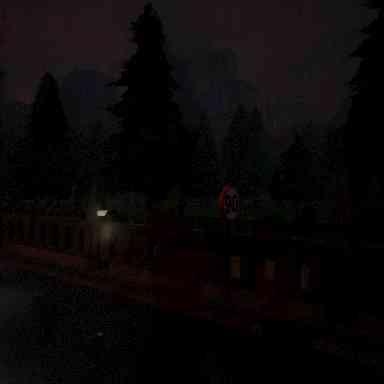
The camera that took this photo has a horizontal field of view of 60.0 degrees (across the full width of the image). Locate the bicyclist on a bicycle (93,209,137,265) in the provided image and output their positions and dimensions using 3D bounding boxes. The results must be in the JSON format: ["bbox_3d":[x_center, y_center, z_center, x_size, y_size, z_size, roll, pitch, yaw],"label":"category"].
[{"bbox_3d":[-2.173,1.341,9.691,0.582,1.620,1.656,0,-3,36],"label":"bicyclist on a bicycle"}]
